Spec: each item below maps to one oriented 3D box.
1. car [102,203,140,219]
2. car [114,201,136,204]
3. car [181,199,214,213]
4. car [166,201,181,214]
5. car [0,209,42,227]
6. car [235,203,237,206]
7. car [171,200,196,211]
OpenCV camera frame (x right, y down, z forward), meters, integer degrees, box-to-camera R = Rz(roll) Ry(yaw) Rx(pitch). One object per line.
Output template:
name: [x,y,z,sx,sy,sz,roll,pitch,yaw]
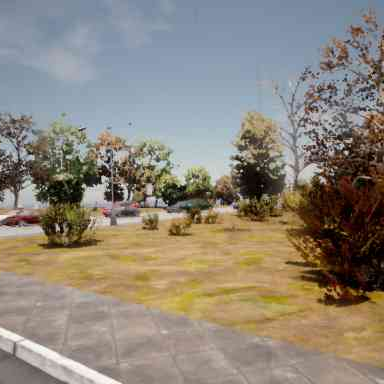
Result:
car: [-8.389,2.459,41.086,1.812,1.442,4.674,-3,-2,32]
car: [-9.717,2.330,45.570,2.150,2.045,5.566,-3,-2,32]
car: [1.150,2.059,49.414,2.150,2.045,5.566,-3,-3,32]
car: [-2.167,2.570,50.977,1.994,1.385,4.181,-3,-2,32]
car: [-14.795,2.371,31.004,1.882,1.535,5.008,-3,-2,33]
car: [9.361,2.577,62.419,1.895,1.301,4.718,-3,-2,33]
car: [-1.489,2.381,58.588,2.097,1.767,4.553,-3,-2,32]
